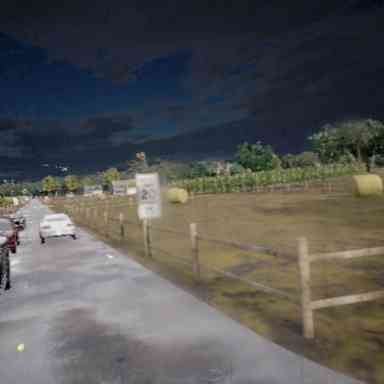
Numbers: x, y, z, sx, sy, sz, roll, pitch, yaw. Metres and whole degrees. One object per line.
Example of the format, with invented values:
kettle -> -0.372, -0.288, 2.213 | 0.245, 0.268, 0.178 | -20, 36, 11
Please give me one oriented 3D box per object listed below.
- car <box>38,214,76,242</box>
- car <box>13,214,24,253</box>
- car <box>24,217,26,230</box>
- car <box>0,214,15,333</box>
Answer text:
car -> -8.013, 2.020, 19.682 | 1.812, 1.442, 4.674 | -4, 0, -25
car -> -9.408, 2.076, 16.002 | 1.882, 1.535, 5.008 | -4, 0, -25
car -> -14.808, 2.509, 27.495 | 1.895, 1.301, 4.718 | -4, 0, -25
car -> -5.102, 1.549, 6.867 | 2.150, 2.045, 5.566 | -4, 0, -26
